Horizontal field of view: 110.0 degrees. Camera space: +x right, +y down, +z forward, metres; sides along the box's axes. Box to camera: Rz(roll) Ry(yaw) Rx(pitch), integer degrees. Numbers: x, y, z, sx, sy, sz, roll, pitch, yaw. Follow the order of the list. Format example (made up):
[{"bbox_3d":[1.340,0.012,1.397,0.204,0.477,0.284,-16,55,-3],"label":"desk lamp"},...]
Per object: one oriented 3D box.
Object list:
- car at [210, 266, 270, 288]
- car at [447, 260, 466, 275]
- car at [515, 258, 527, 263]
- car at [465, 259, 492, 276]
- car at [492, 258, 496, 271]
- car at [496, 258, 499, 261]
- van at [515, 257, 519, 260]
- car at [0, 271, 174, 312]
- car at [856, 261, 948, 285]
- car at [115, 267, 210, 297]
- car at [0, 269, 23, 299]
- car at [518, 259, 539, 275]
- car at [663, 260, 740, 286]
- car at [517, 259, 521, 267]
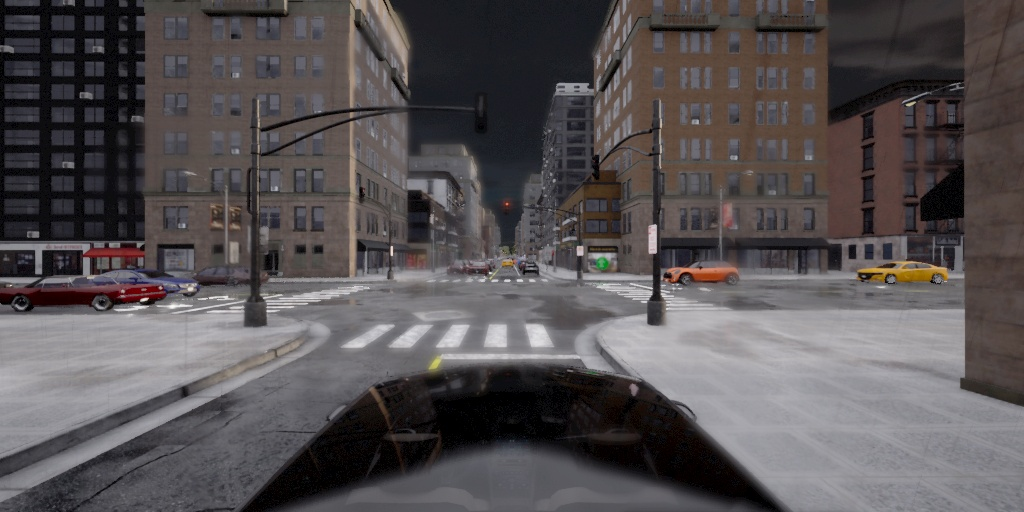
[{"bbox_3d":[-19.305,1.377,23.902,5.357,1.411,2.033,0,0,-1],"label":"car"},{"bbox_3d":[-6.000,1.229,39.628,1.967,1.591,4.097,0,0,0],"label":"car"},{"bbox_3d":[1.908,1.386,56.217,1.948,1.339,4.313,0,0,0],"label":"car"},{"bbox_3d":[-3.450,1.265,37.822,1.882,1.535,5.008,0,0,0],"label":"car"},{"bbox_3d":[-3.515,1.308,47.415,1.837,1.490,4.892,0,0,0],"label":"car"},{"bbox_3d":[-3.576,1.424,57.555,1.895,1.301,4.718,0,0,0],"label":"car"},{"bbox_3d":[1.869,1.173,61.727,1.690,1.789,3.998,0,0,0],"label":"van"},{"bbox_3d":[-16.565,1.401,13.982,4.718,1.301,1.895,0,0,-1],"label":"car"},{"bbox_3d":[26.482,1.122,24.455,5.008,1.535,1.882,0,0,0],"label":"car"},{"bbox_3d":[-17.736,1.337,17.211,4.674,1.442,1.812,0,0,1],"label":"car"},{"bbox_3d":[-27.462,1.396,17.097,5.357,1.411,2.033,0,0,-1],"label":"car"},{"bbox_3d":[2.025,1.355,39.684,1.948,1.339,4.313,0,0,0],"label":"car"},{"bbox_3d":[12.701,1.054,24.287,4.553,1.767,2.097,0,0,-1],"label":"car"},{"bbox_3d":[1.947,1.391,50.706,1.802,1.307,4.207,0,0,0],"label":"car"}]
